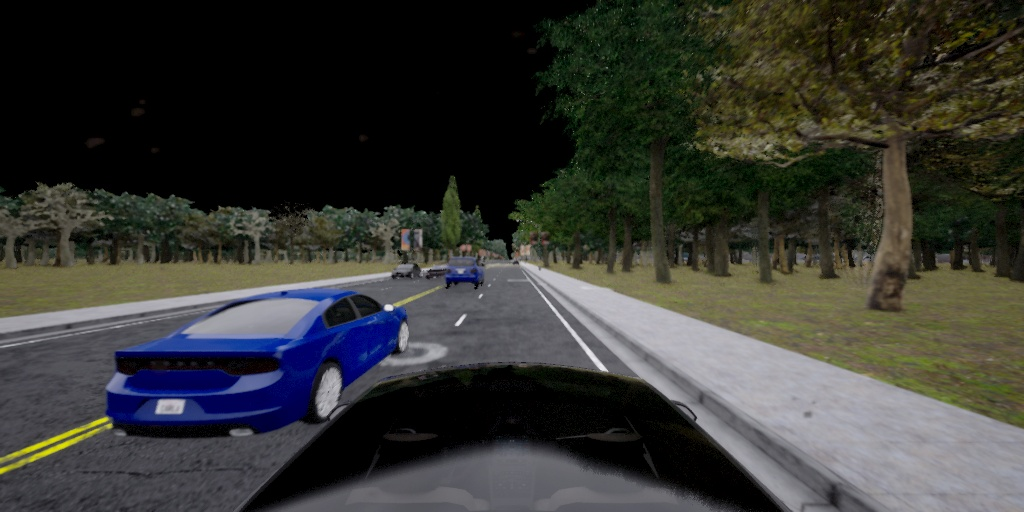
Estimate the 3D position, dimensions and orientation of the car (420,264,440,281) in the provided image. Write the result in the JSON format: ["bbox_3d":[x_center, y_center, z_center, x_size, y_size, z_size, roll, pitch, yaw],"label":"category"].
[{"bbox_3d":[-6.607,1.475,33.338,2.033,1.411,5.357,0,0,0],"label":"car"}]

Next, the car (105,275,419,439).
[{"bbox_3d":[-3.151,1.249,5.783,1.882,1.535,5.008,0,0,0],"label":"car"}]

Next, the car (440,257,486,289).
[{"bbox_3d":[-3.156,1.098,24.677,2.150,2.045,5.566,0,0,0],"label":"car"}]

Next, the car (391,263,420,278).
[{"bbox_3d":[-9.853,1.437,33.856,1.837,1.490,4.892,0,-1,0],"label":"car"}]
